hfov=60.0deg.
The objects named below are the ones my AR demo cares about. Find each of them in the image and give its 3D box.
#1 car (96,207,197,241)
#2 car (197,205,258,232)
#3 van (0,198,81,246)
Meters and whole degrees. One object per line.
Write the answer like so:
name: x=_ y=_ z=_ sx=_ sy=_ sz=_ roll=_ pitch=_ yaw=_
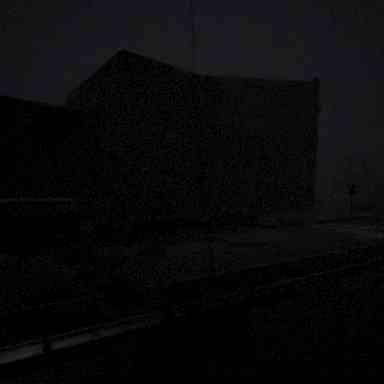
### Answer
car: x=-2.450 y=1.502 z=16.940 sx=4.792 sy=1.488 sz=2.163 roll=0 pitch=0 yaw=-36
car: x=2.008 y=1.522 z=20.155 sx=4.674 sy=1.452 sz=2.002 roll=0 pitch=-2 yaw=-36
van: x=-7.010 y=1.238 z=13.671 sx=4.442 sy=1.987 sz=1.878 roll=0 pitch=0 yaw=-36
